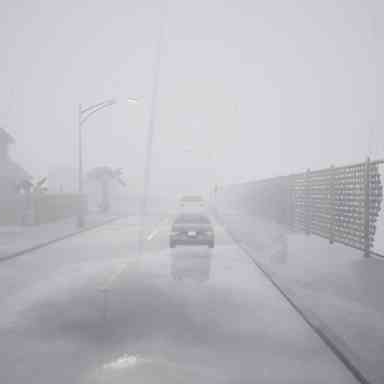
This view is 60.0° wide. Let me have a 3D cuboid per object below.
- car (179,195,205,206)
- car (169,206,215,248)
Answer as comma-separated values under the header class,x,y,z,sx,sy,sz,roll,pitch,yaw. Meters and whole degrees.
class,x,y,z,sx,sy,sz,roll,pitch,yaw
car,0.000,1.255,29.681,2.150,2.045,5.566,0,0,0
car,0.000,1.560,14.650,2.033,1.411,5.357,0,0,0
